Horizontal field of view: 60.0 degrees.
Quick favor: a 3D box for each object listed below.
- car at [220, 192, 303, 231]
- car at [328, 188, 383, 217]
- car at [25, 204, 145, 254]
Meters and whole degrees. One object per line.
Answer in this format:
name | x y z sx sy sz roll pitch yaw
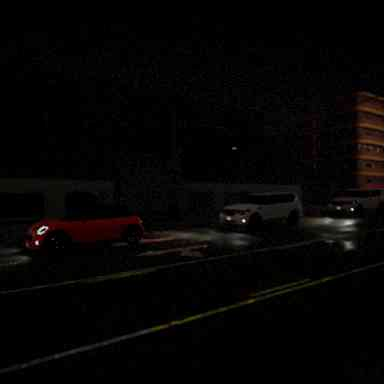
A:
car | 4.258 1.029 19.825 5.566 2.045 2.150 -2 1 -35
car | 13.012 0.750 26.040 5.566 2.045 2.150 -2 1 -35
car | -4.343 1.353 13.774 4.553 1.767 2.097 -1 0 -35
